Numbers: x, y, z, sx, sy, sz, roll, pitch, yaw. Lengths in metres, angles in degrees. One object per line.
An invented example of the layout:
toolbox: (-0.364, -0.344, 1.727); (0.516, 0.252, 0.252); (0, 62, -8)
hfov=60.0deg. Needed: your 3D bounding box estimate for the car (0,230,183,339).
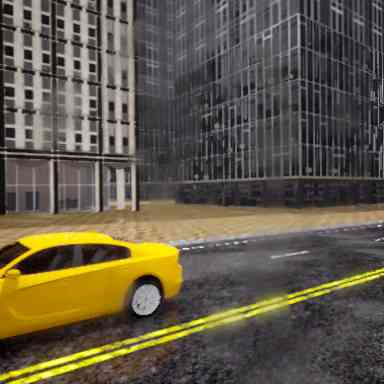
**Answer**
car: (-2.525, 1.495, 5.871); (5.008, 1.535, 1.882); (0, 0, -36)
